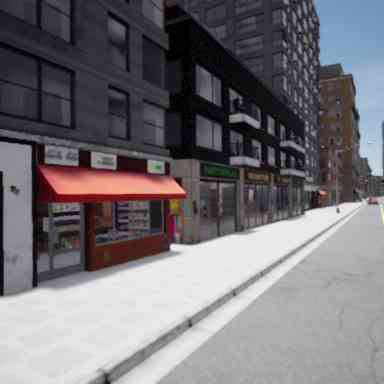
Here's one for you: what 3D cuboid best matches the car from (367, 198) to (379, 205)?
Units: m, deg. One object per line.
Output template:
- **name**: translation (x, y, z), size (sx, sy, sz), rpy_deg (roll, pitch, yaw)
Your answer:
- **car**: translation (37.345, 1.908, 68.638), size (1.882, 1.535, 5.008), rpy_deg (-1, -1, 29)
